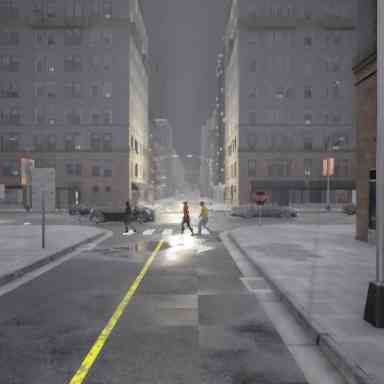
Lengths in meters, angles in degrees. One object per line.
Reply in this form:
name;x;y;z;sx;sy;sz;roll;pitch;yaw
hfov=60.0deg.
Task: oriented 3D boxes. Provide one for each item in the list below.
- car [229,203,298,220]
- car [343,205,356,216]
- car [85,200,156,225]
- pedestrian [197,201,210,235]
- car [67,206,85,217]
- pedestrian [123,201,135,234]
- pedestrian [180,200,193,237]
car;5.771;1.542;27.128;5.357;1.411;2.033;0;0;0
car;16.503;1.454;30.577;5.008;1.535;1.882;0;0;0
car;-4.908;1.363;23.880;4.553;1.767;2.097;0;0;0
pedestrian;0.599;1.294;17.195;0.375;1.860;0.375;0;0;0
car;-8.895;1.612;30.584;4.718;1.301;1.895;0;0;0
pedestrian;-3.398;1.294;17.793;0.375;1.860;0.375;0;0;0
pedestrian;-0.258;1.294;16.595;0.375;1.860;0.375;0;0;0
